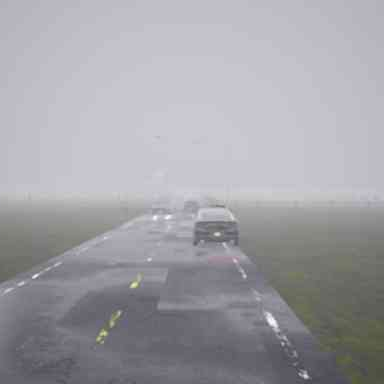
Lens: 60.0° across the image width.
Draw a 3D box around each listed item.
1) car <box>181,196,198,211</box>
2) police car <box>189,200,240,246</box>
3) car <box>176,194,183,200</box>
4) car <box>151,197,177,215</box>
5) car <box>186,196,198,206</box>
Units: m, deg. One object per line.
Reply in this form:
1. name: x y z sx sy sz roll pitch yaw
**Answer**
1. car: 0.031 1.366 38.175 1.837 1.490 4.892 0 0 1
2. police car: 0.959 1.373 15.123 1.930 1.638 5.238 0 0 0
3. car: -2.764 1.237 73.640 2.033 1.411 5.357 0 0 0
4. car: -2.855 1.431 32.739 2.033 1.411 5.357 0 0 0
5. car: -0.008 1.340 50.604 1.812 1.442 4.674 0 0 0
